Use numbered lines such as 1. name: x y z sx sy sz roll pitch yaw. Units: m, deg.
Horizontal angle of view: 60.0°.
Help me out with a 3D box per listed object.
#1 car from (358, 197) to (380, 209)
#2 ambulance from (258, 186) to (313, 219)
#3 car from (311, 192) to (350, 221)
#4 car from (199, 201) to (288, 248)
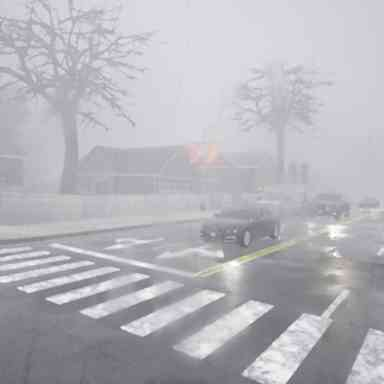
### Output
1. car: 22.358 1.333 41.855 2.033 1.411 5.357 2 1 36
2. ambulance: 7.228 0.744 26.446 2.351 2.431 6.366 2 1 36
3. car: 10.824 1.020 26.054 2.150 2.045 5.566 2 2 36
4. car: 2.191 1.314 14.129 1.837 1.490 4.892 2 1 36
